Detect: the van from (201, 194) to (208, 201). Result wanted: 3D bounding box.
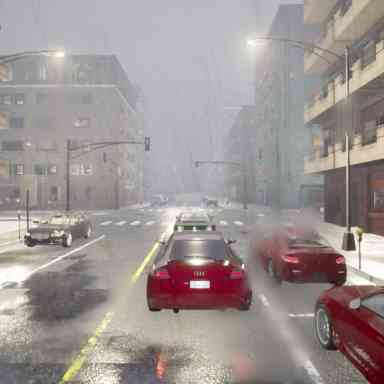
[{"bbox_3d":[3.173,1.349,86.739,1.690,1.788,3.998,1,0,0],"label":"van"}]

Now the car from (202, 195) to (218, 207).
[{"bbox_3d":[3.014,1.558,51.141,2.008,1.369,4.403,1,0,0],"label":"car"}]

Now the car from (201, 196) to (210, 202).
[{"bbox_3d":[3.085,1.590,75.399,1.802,1.307,4.206,1,0,0],"label":"car"}]

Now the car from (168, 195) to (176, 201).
[{"bbox_3d":[-5.210,1.554,86.826,1.887,1.381,4.507,1,0,0],"label":"car"}]

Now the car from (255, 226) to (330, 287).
[{"bbox_3d":[2.676,1.584,9.019,1.802,1.307,4.206,1,0,0],"label":"car"}]

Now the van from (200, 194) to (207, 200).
[{"bbox_3d":[3.215,1.350,92.409,1.690,1.788,3.998,1,0,0],"label":"van"}]

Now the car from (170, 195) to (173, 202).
[{"bbox_3d":[-5.376,1.448,64.144,1.967,1.590,4.097,1,0,0],"label":"car"}]

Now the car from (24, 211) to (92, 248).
[{"bbox_3d":[-5.755,1.554,14.766,2.008,1.369,4.403,1,0,0],"label":"car"}]

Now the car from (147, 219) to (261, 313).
[{"bbox_3d":[0.114,1.566,7.743,1.994,1.385,4.181,0,0,-1],"label":"car"}]

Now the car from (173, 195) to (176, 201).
[{"bbox_3d":[-5.294,1.575,75.485,1.947,1.339,4.313,1,0,0],"label":"car"}]

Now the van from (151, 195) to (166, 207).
[{"bbox_3d":[-5.533,1.349,52.811,1.690,1.788,3.998,1,0,0],"label":"van"}]

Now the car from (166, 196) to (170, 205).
[{"bbox_3d":[-5.419,1.574,58.473,1.947,1.339,4.313,1,0,0],"label":"car"}]

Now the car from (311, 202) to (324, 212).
[{"bbox_3d":[15.584,1.518,36.901,4.507,1.381,1.887,0,-1,1],"label":"car"}]

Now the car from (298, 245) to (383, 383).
[{"bbox_3d":[2.671,1.583,3.348,1.802,1.307,4.206,1,0,0],"label":"car"}]

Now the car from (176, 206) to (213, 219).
[{"bbox_3d":[0.119,1.604,16.560,1.895,1.301,4.718,0,0,0],"label":"car"}]

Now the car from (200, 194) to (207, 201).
[{"bbox_3d":[3.044,1.558,69.729,2.008,1.369,4.403,1,0,0],"label":"car"}]
